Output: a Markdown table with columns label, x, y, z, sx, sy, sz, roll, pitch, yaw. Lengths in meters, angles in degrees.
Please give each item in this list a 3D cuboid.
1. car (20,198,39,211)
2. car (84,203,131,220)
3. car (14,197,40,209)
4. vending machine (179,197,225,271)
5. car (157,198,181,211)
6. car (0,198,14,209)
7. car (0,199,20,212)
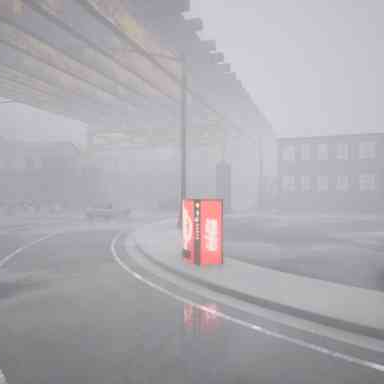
| label | x | y | z | sx | sy | sz | roll | pitch | yaw |
| --- | --- | --- | --- | --- | --- | --- | --- | --- | --- |
| car | -19.876 | 1.452 | 40.017 | 2.038 | 1.542 | 4.974 | 0 | 0 | -39 |
| car | -7.098 | 1.601 | 28.568 | 1.895 | 1.301 | 4.718 | 0 | 0 | 18 |
| car | -19.909 | 1.295 | 40.057 | 1.853 | 1.218 | 4.536 | 0 | 0 | -39 |
| vending machine | 0.303 | 1.195 | 10.088 | 1.100 | 2.100 | 0.880 | 0 | 0 | -28 |
| car | -2.508 | 1.478 | 41.039 | 1.882 | 1.535 | 5.008 | 0 | 0 | 21 |
| car | -22.991 | 1.295 | 37.879 | 4.536 | 1.218 | 1.853 | 0 | 0 | -9 |
| car | -22.940 | 1.452 | 37.888 | 4.974 | 1.542 | 2.038 | 0 | 0 | -9 |
